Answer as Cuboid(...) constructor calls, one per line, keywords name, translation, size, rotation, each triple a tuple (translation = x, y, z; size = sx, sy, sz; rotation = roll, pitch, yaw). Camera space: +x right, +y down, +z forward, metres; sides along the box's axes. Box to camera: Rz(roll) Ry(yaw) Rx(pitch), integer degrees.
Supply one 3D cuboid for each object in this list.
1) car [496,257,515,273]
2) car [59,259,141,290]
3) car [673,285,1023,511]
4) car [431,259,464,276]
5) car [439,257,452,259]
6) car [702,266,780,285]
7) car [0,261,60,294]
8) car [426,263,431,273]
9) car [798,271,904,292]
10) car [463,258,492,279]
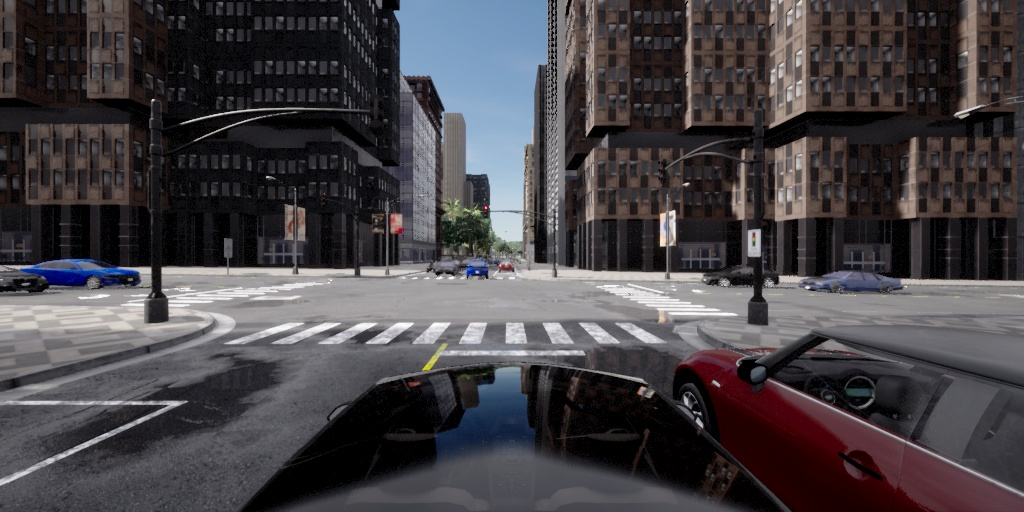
Cuboid(name="car", translation=(-0.658, 1.197, 43.832), size=(1.967, 1.591, 4.097), rotation=(0, 0, 0))
Cuboid(name="car", translation=(-22.570, 0.938, 18.845), size=(5.008, 1.535, 1.882), rotation=(1, 0, 0))
Cuboid(name="car", translation=(2.763, 1.190, 2.445), size=(1.967, 1.591, 4.097), rotation=(0, 0, 0))
Cuboid(name="car", translation=(-6.441, 1.289, 36.424), size=(2.033, 1.411, 5.357), rotation=(0, 0, -1))
Cuboid(name="car", translation=(-9.225, 1.084, 49.195), size=(2.192, 1.841, 5.009), rotation=(0, 0, 0))
Cuboid(name="car", translation=(16.401, 1.483, 25.821), size=(5.008, 1.535, 1.882), rotation=(1, 0, 0))
Cuboid(name="car", translation=(-23.131, 1.020, 15.592), size=(4.181, 1.385, 1.994), rotation=(1, 0, 0))
Cuboid(name="car", translation=(-9.183, 1.323, 43.769), size=(1.948, 1.339, 4.313), rotation=(0, 0, 0))
Cuboid(name="car", translation=(21.296, 1.628, 22.606), size=(5.357, 1.411, 2.033), rotation=(1, 0, 0))
Cuboid(name="car", translation=(-3.055, 1.209, 32.745), size=(1.882, 1.535, 5.008), rotation=(0, 0, -2))
